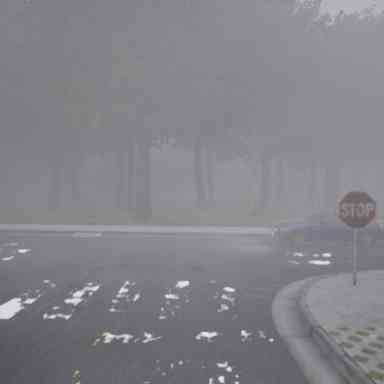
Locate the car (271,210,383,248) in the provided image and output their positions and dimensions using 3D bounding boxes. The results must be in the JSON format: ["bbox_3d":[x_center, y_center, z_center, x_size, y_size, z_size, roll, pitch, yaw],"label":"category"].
[{"bbox_3d":[5.768,1.508,14.265,4.674,1.442,1.812,0,1,-2],"label":"car"}]
